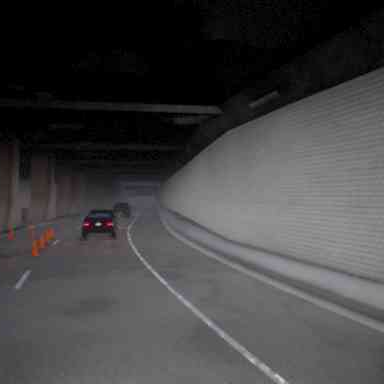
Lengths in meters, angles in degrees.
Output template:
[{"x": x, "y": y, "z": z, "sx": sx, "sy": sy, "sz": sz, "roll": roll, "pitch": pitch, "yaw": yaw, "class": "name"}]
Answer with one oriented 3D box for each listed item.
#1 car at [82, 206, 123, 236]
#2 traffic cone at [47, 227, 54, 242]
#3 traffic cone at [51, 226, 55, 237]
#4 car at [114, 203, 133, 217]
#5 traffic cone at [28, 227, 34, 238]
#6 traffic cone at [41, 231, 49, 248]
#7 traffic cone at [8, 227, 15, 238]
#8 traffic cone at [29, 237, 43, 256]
[{"x": -5.400, "y": 1.775, "z": 19.951, "sx": 2.033, "sy": 1.411, "sz": 5.357, "roll": 0, "pitch": -1, "yaw": -11, "class": "car"}, {"x": -7.101, "y": 2.140, "z": 16.339, "sx": 0.340, "sy": 0.580, "sz": 0.340, "roll": 0, "pitch": -1, "yaw": -17, "class": "traffic cone"}, {"x": -7.690, "y": 2.162, "z": 18.251, "sx": 0.340, "sy": 0.580, "sz": 0.340, "roll": 0, "pitch": -1, "yaw": -17, "class": "traffic cone"}, {"x": -7.688, "y": 1.925, "z": 36.600, "sx": 1.837, "sy": 1.490, "sz": 4.892, "roll": 0, "pitch": 0, "yaw": -7, "class": "car"}, {"x": -8.645, "y": 2.158, "z": 17.957, "sx": 0.340, "sy": 0.580, "sz": 0.340, "roll": 0, "pitch": -1, "yaw": -17, "class": "traffic cone"}, {"x": -6.513, "y": 2.119, "z": 14.428, "sx": 0.340, "sy": 0.580, "sz": 0.340, "roll": 0, "pitch": -1, "yaw": -17, "class": "traffic cone"}, {"x": -9.601, "y": 2.153, "z": 17.663, "sx": 0.340, "sy": 0.580, "sz": 0.340, "roll": 0, "pitch": -1, "yaw": -17, "class": "traffic cone"}, {"x": -5.925, "y": 2.097, "z": 12.516, "sx": 0.340, "sy": 0.580, "sz": 0.340, "roll": 0, "pitch": -1, "yaw": -17, "class": "traffic cone"}]
